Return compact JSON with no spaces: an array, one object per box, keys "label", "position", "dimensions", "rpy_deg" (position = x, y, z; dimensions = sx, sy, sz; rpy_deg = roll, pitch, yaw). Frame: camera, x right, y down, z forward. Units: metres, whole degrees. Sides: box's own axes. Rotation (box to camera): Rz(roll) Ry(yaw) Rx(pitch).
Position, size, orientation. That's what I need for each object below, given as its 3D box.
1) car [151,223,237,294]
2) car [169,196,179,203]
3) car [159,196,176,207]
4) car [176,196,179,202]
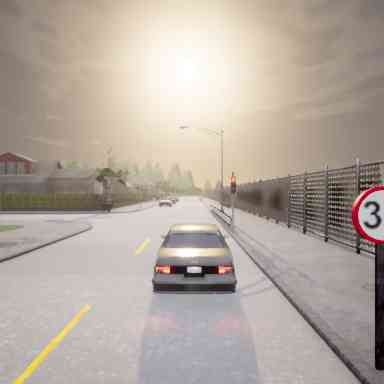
[{"label":"car","position":[0.066,1.547,8.921],"dimensions":[2.033,1.411,5.357],"rpy_deg":[0,0,1]},{"label":"car","position":[-3.900,1.552,72.026],"dimensions":[1.994,1.385,4.181],"rpy_deg":[0,0,0]},{"label":"car","position":[-4.025,1.547,51.761],"dimensions":[2.033,1.411,5.357],"rpy_deg":[0,0,0]},{"label":"car","position":[-3.979,1.477,61.605],"dimensions":[1.882,1.535,5.008],"rpy_deg":[0,0,0]}]
